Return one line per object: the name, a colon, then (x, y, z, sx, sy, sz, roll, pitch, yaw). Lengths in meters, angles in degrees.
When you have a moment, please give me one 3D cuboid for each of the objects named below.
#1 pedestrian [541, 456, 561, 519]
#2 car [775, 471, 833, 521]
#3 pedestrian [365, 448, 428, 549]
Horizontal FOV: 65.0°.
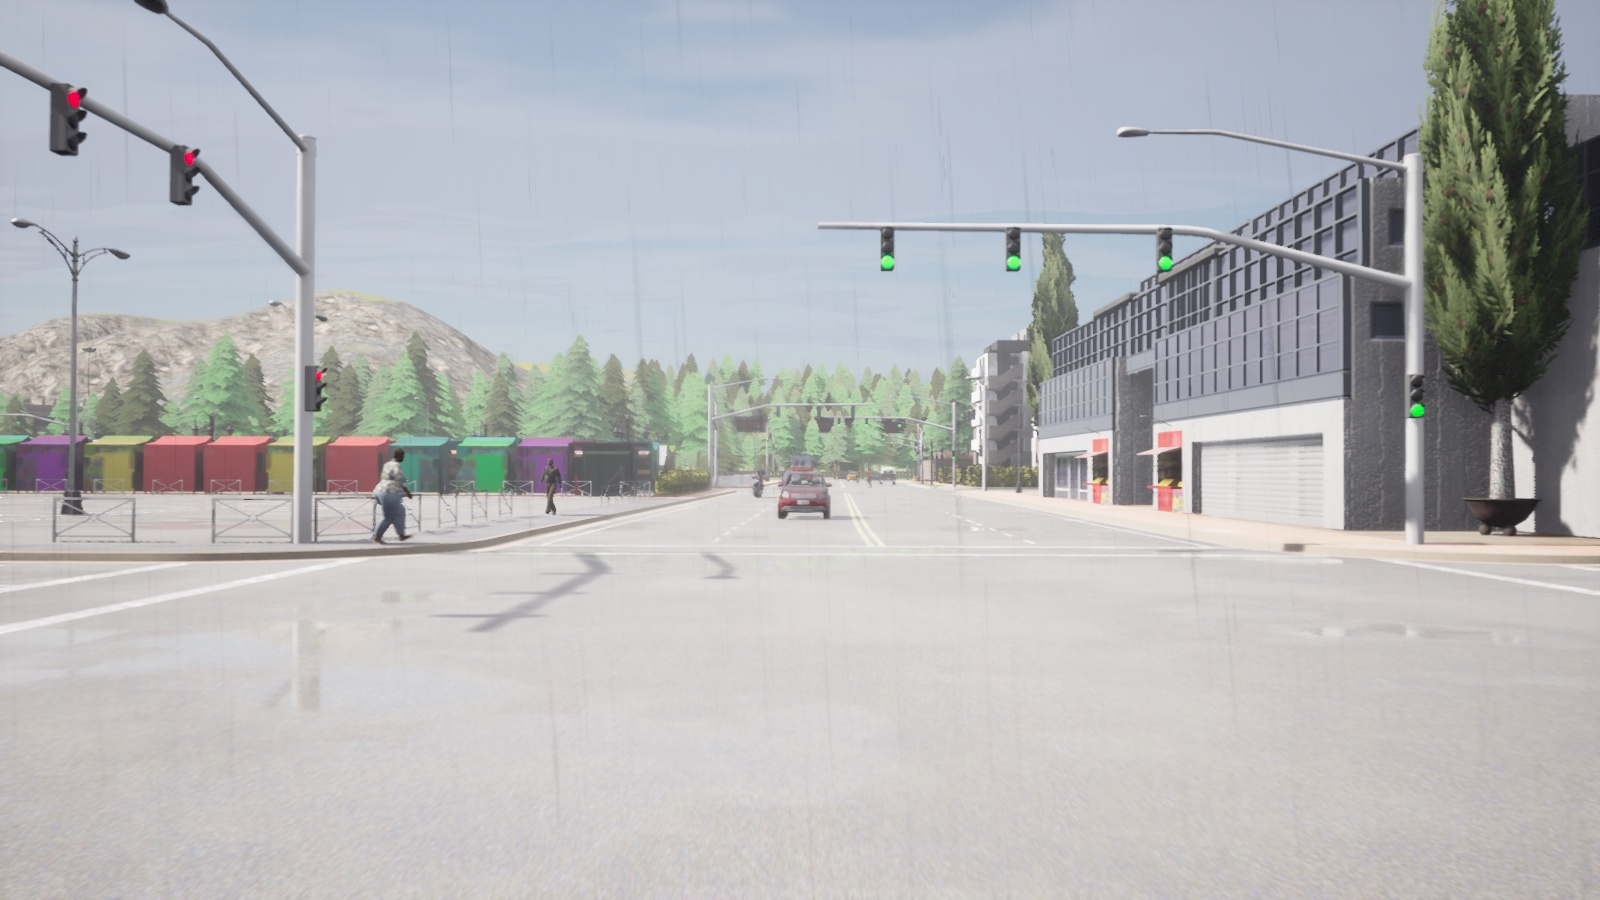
pedestrian: (-7.708, 1.155, 38.860, 0.395, 1.930, 0.692, 0, -1, 10)
car: (0.175, 1.484, 41.285, 1.789, 1.549, 3.705, 0, -1, 2)
pedestrian: (-7.589, 0.899, 23.612, 0.900, 1.855, 0.874, 0, -1, -35)
